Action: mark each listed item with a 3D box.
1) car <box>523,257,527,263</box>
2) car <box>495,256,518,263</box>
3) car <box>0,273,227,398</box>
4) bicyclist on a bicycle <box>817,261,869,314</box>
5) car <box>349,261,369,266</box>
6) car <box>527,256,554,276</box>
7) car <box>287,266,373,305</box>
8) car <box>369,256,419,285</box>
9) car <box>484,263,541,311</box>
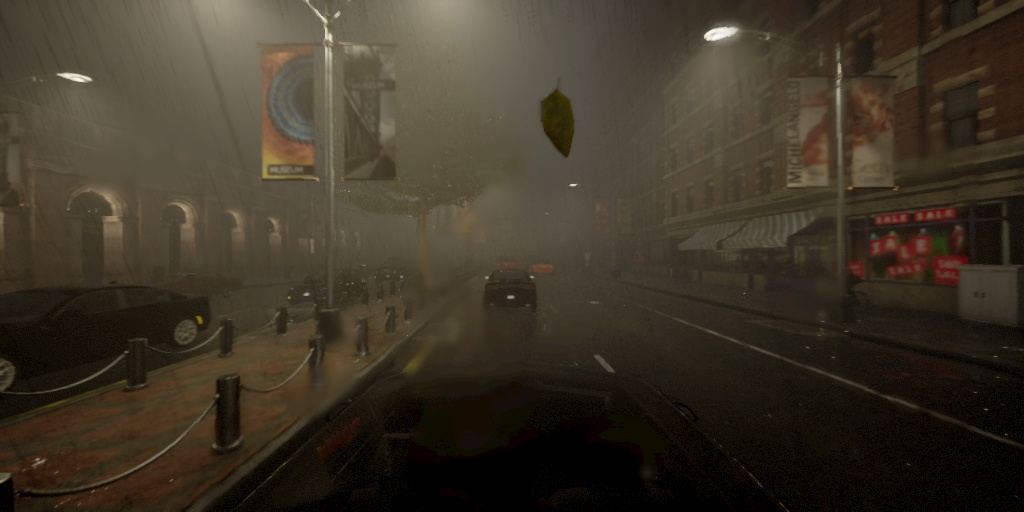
[{"bbox_3d":[2.759,0.959,47.201,2.150,2.045,5.566,0,0,-1],"label":"car"},{"bbox_3d":[-0.581,0.978,38.382,2.150,2.045,5.566,0,0,-1],"label":"car"},{"bbox_3d":[-8.157,1.276,6.530,1.882,1.535,5.008,0,0,-1],"label":"car"},{"bbox_3d":[10.253,0.990,11.116,1.656,1.620,0.582,-1,0,-1],"label":"bicyclist on a bicycle"},{"bbox_3d":[-11.939,1.091,28.738,1.994,1.385,4.181,0,0,-1],"label":"car"},{"bbox_3d":[2.939,1.084,36.058,2.097,1.767,4.553,0,0,-1],"label":"car"},{"bbox_3d":[-8.324,1.363,16.468,1.994,1.385,4.181,0,0,-1],"label":"car"},{"bbox_3d":[-8.496,1.022,27.177,2.150,2.045,5.566,0,0,-1],"label":"car"},{"bbox_3d":[-0.088,1.228,14.514,1.882,1.535,5.008,0,0,-1],"label":"car"}]
